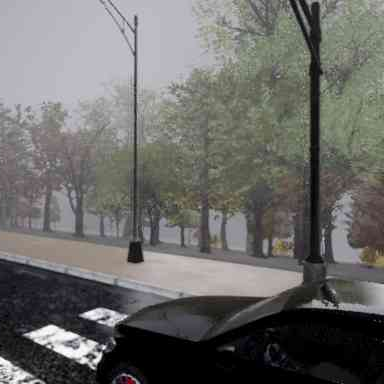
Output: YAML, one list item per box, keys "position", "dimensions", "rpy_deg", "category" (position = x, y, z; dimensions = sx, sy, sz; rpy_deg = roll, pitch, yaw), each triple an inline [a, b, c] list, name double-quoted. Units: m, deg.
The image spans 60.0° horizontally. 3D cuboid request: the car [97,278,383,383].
- position: [1.219, 1.526, 2.819]
  dimensions: [4.674, 1.442, 1.812]
  rpy_deg: [0, 0, 35]
  category: "car"
